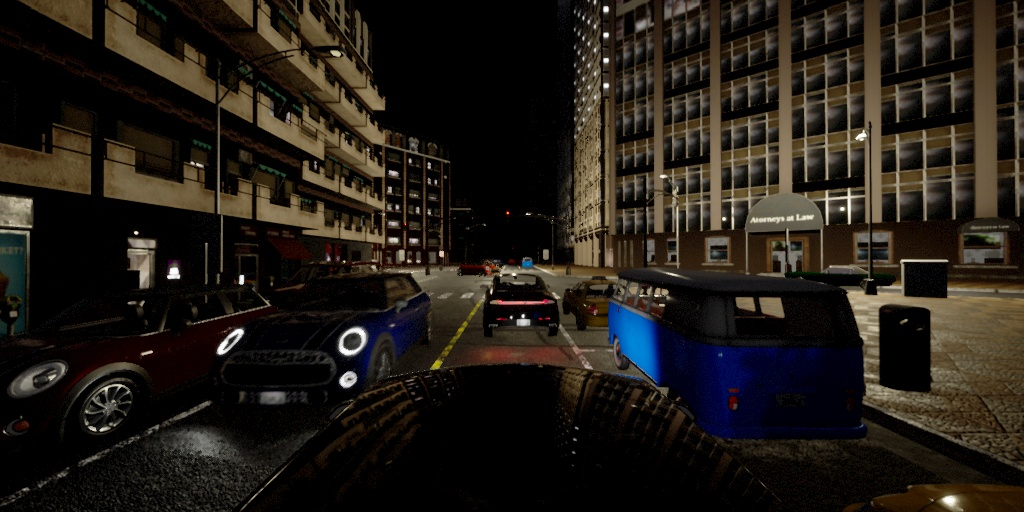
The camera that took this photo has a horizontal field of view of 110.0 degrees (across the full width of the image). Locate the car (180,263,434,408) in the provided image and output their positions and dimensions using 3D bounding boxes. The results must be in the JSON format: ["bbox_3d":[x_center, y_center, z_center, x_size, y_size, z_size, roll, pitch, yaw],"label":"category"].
[{"bbox_3d":[-2.863,1.105,6.526,2.097,1.767,4.553,0,0,0],"label":"car"}]

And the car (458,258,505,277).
[{"bbox_3d":[-3.183,1.140,34.922,4.553,1.767,2.097,0,0,41],"label":"car"}]

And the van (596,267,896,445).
[{"bbox_3d":[2.564,1.093,5.150,1.690,1.789,3.998,0,0,0],"label":"van"}]

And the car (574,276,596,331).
[{"bbox_3d":[2.562,1.282,10.856,1.751,1.417,4.829,0,0,0],"label":"car"}]

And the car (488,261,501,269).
[{"bbox_3d":[-2.836,1.444,58.767,1.895,1.301,4.718,0,0,2],"label":"car"}]

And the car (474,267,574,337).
[{"bbox_3d":[0.130,1.247,10.291,2.128,1.511,4.902,0,0,-3],"label":"car"}]

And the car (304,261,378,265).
[{"bbox_3d":[-5.318,1.071,10.677,2.192,1.841,5.009,0,0,0],"label":"car"}]

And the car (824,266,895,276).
[{"bbox_3d":[18.302,1.200,20.409,4.718,1.301,1.895,-1,-1,40],"label":"car"}]

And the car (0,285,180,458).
[{"bbox_3d":[-5.316,1.192,5.142,1.967,1.591,4.097,0,0,0],"label":"car"}]

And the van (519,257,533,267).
[{"bbox_3d":[2.546,1.186,59.679,1.690,1.789,3.998,0,0,0],"label":"van"}]
